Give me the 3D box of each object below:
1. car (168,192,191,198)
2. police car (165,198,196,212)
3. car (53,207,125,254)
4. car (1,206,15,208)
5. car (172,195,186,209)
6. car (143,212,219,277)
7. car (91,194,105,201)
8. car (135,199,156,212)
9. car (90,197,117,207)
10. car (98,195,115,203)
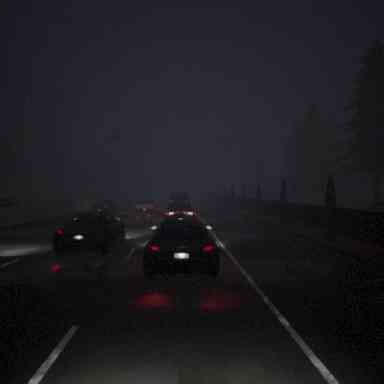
[{"bbox_3d":[-1.236,1.068,32.944,2.150,2.045,5.566,0,-1,-2],"label":"car"},{"bbox_3d":[-0.746,1.405,21.265,2.038,1.542,4.974,0,0,-2],"label":"police car"},{"bbox_3d":[-3.922,1.504,13.278,1.994,1.385,4.181,0,0,-2],"label":"car"},{"bbox_3d":[-15.110,1.238,25.023,2.097,1.767,4.553,0,0,-2],"label":"car"},{"bbox_3d":[-1.707,1.261,44.134,1.801,1.575,5.366,0,0,-2],"label":"car"},{"bbox_3d":[-0.313,1.517,10.077,1.994,1.385,4.181,0,0,-2],"label":"car"},{"bbox_3d":[-20.549,1.224,73.110,1.994,1.385,4.181,0,0,-2],"label":"car"},{"bbox_3d":[-4.832,1.442,35.237,1.895,1.301,4.718,0,0,-2],"label":"car"},{"bbox_3d":[-8.151,1.387,30.898,1.812,1.442,4.674,0,0,-2],"label":"car"},{"bbox_3d":[-16.718,1.254,65.137,2.033,1.411,5.357,0,0,-2],"label":"car"}]
